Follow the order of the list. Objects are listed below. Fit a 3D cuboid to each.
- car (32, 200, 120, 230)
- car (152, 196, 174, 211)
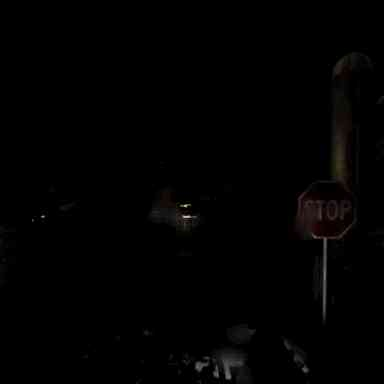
[{"bbox_3d":[-6.333,1.215,18.553,4.674,1.442,1.812,0,3,-37],"label":"car"},{"bbox_3d":[-2.731,1.084,32.898,2.033,1.411,5.357,0,1,0],"label":"car"}]
